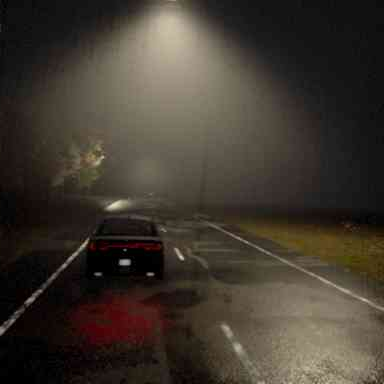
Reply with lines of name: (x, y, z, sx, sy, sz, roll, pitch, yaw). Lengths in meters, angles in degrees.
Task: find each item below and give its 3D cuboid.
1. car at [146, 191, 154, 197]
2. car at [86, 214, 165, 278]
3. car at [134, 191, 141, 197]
car: (-11.897, 0.791, 94.401, 2.128, 1.511, 4.902, 2, 0, -9)
car: (-1.866, 1.383, 9.801, 1.882, 1.535, 5.008, 2, 0, -9)
car: (-15.288, 0.655, 93.468, 2.128, 1.511, 4.902, 2, 0, -9)
